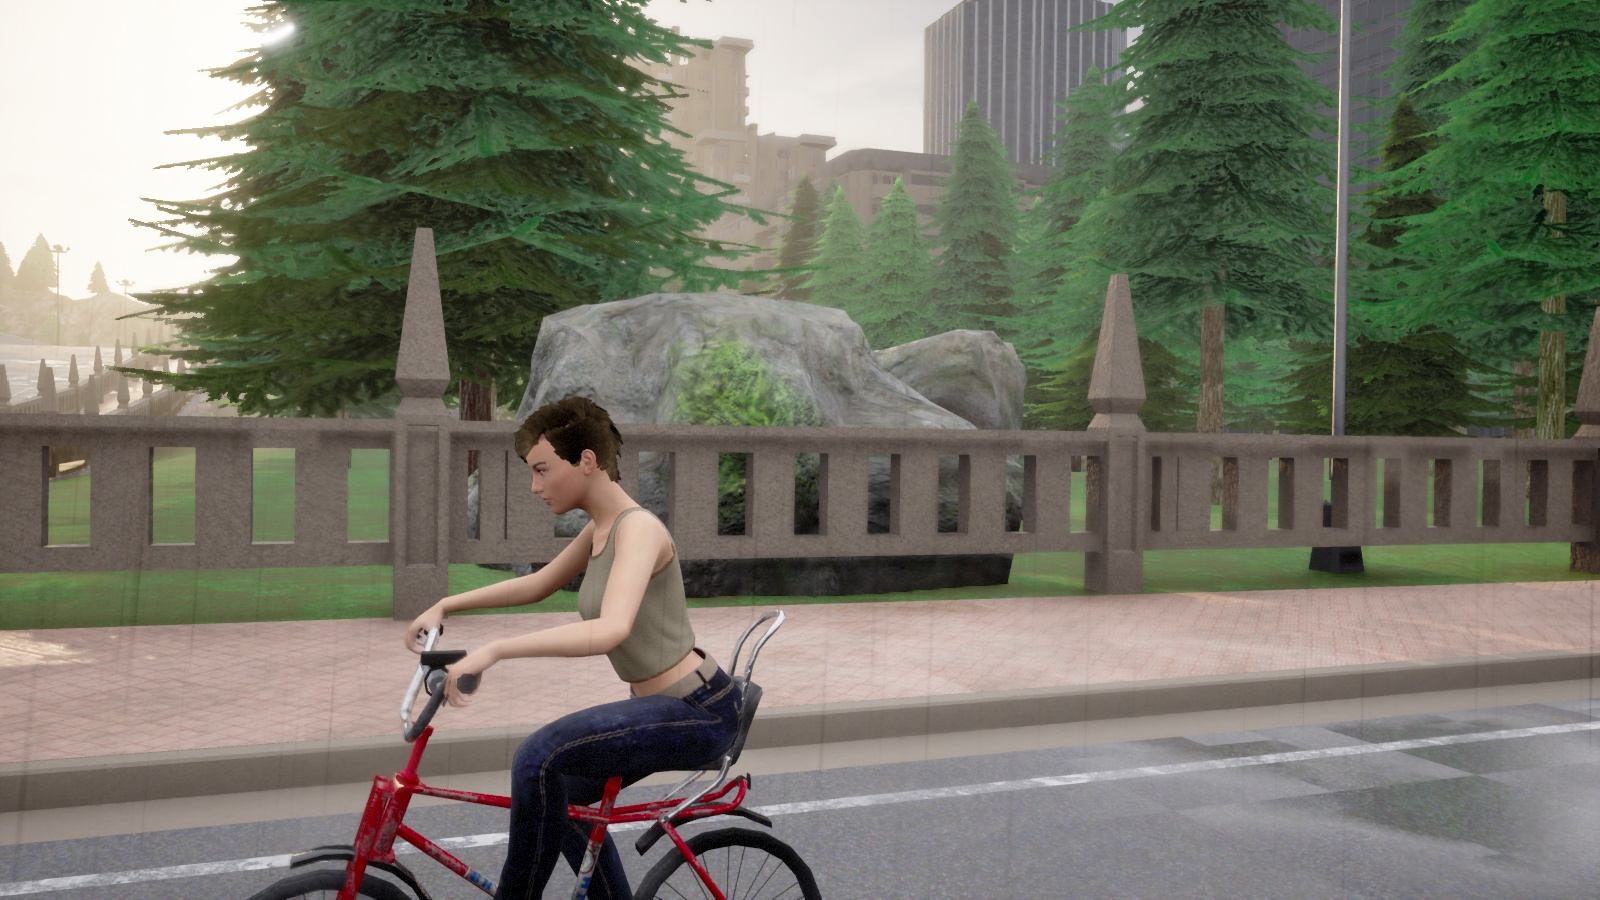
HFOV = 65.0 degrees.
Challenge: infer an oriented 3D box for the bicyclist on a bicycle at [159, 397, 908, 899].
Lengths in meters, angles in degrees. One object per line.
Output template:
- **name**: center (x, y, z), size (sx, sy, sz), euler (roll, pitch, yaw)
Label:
- **bicyclist on a bicycle**: center (-0.616, 0.692, 2.999), size (1.509, 1.612, 0.866), euler (-1, 1, -20)
